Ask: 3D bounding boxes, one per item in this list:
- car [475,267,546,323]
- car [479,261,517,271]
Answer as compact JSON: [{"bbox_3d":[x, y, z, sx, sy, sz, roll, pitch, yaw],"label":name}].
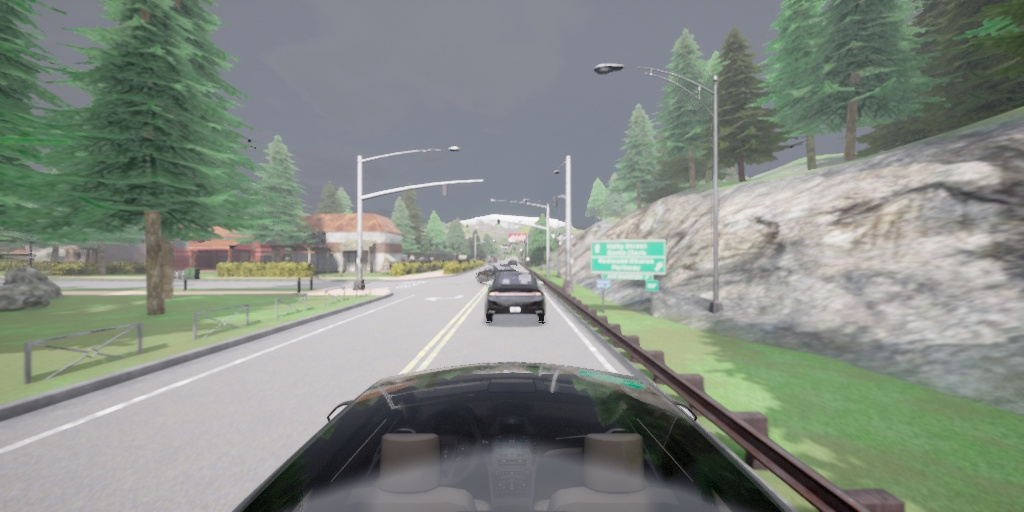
[{"bbox_3d":[0.103,1.297,12.459,2.128,1.511,4.902,0,0,0],"label":"car"},{"bbox_3d":[-1.197,1.371,26.189,2.128,1.511,4.902,0,0,-23],"label":"car"}]
